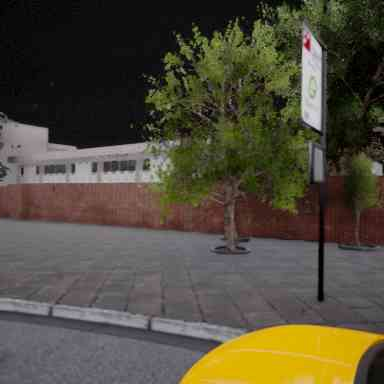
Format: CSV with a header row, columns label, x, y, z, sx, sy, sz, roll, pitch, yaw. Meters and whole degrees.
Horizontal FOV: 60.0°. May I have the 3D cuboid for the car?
label,x,y,z,sx,sy,sz,roll,pitch,yaw
car,2.174,1.478,1.576,5.008,1.535,1.882,0,0,32
